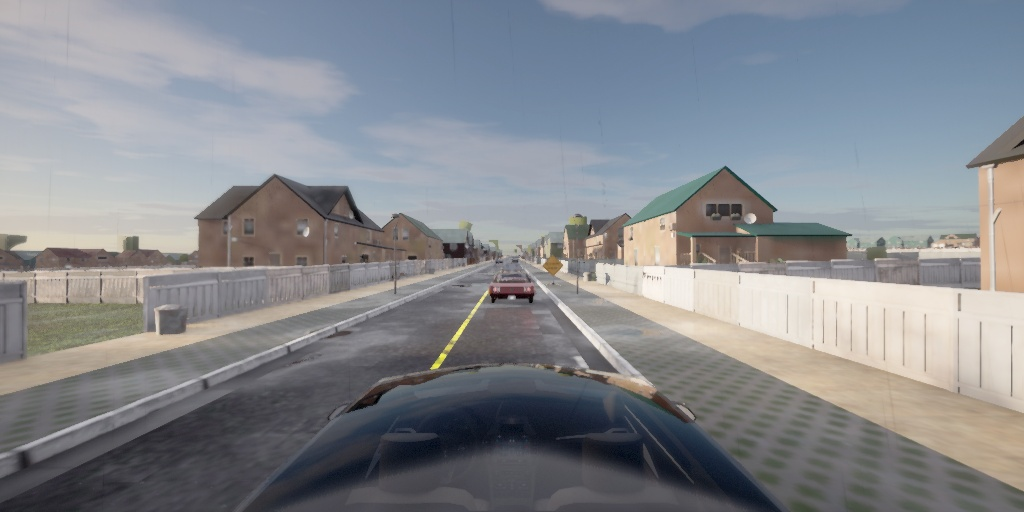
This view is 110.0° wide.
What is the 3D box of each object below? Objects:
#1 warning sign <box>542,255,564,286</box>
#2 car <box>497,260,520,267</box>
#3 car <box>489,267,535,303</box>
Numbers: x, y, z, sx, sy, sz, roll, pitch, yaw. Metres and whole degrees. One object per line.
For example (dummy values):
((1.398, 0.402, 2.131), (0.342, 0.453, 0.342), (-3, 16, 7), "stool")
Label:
((2.517, 0.869, 21.860), (1.300, 1.860, 1.060), (0, 0, 0), "warning sign")
((0.000, 1.318, 31.505), (2.033, 1.411, 5.357), (0, 0, 0), "car")
((0.000, 1.370, 16.533), (1.895, 1.301, 4.718), (0, 0, 0), "car")
